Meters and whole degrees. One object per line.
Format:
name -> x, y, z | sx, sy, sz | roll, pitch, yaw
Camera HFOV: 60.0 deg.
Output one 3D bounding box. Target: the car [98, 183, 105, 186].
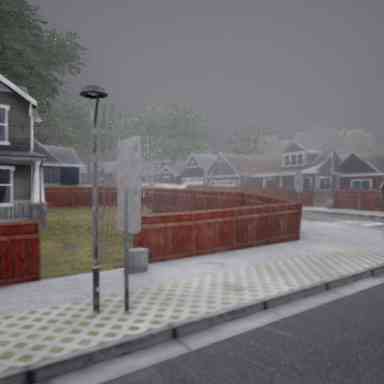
car -> -13.880, -0.535, 50.307 | 1.882, 1.535, 5.008 | 0, 3, -35
